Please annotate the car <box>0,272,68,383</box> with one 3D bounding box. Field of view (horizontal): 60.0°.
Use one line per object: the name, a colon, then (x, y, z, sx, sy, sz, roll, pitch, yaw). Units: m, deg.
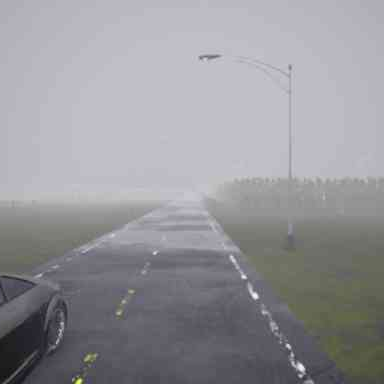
car: (-2.834, 1.571, 3.264, 1.994, 1.385, 4.181, 0, 0, 0)
